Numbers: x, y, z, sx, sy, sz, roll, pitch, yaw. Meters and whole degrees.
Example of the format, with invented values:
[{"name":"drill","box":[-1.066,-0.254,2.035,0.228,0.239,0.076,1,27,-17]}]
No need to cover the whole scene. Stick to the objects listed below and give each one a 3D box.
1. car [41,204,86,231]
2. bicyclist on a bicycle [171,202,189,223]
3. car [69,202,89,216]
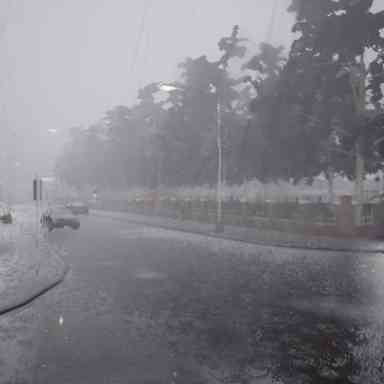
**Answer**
[{"name":"car","box":[-9.162,1.804,22.895,2.033,1.411,5.357,0,-1,-32]},{"name":"bicyclist on a bicycle","box":[-0.908,1.565,25.489,1.656,1.620,0.582,0,0,-32]},{"name":"car","box":[-12.910,1.876,36.928,1.882,1.535,5.008,0,-1,-32]}]
